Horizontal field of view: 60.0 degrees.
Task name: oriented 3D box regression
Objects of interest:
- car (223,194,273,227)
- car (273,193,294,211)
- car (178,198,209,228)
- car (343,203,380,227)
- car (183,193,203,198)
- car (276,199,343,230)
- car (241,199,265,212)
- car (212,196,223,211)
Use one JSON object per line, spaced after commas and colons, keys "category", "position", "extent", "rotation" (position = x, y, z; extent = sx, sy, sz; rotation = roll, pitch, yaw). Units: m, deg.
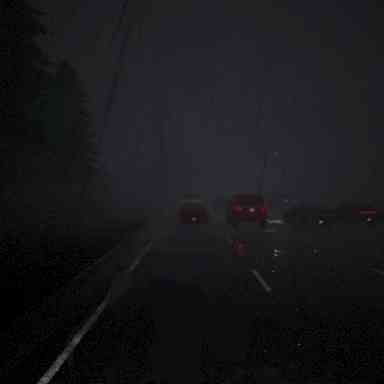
{"category": "car", "position": [3.608, 1.177, 22.696], "extent": [2.150, 2.045, 5.566], "rotation": [0, 0, 0]}
{"category": "car", "position": [10.614, 1.143, 39.885], "extent": [2.150, 2.045, 5.566], "rotation": [0, 0, 0]}
{"category": "car", "position": [0.108, 1.434, 22.022], "extent": [1.882, 1.535, 5.008], "rotation": [0, 0, 0]}
{"category": "car", "position": [10.608, 1.447, 22.348], "extent": [2.128, 1.511, 4.902], "rotation": [0, 0, 0]}
{"category": "car", "position": [0.114, 1.143, 39.758], "extent": [2.150, 2.045, 5.566], "rotation": [0, 0, 0]}
{"category": "car", "position": [7.107, 1.450, 20.757], "extent": [2.128, 1.511, 4.902], "rotation": [0, 0, 0]}
{"category": "car", "position": [7.113, 1.524, 39.125], "extent": [1.895, 1.301, 4.718], "rotation": [0, 0, 0]}
{"category": "car", "position": [3.614, 1.272, 40.298], "extent": [2.097, 1.767, 4.553], "rotation": [0, 0, 0]}
